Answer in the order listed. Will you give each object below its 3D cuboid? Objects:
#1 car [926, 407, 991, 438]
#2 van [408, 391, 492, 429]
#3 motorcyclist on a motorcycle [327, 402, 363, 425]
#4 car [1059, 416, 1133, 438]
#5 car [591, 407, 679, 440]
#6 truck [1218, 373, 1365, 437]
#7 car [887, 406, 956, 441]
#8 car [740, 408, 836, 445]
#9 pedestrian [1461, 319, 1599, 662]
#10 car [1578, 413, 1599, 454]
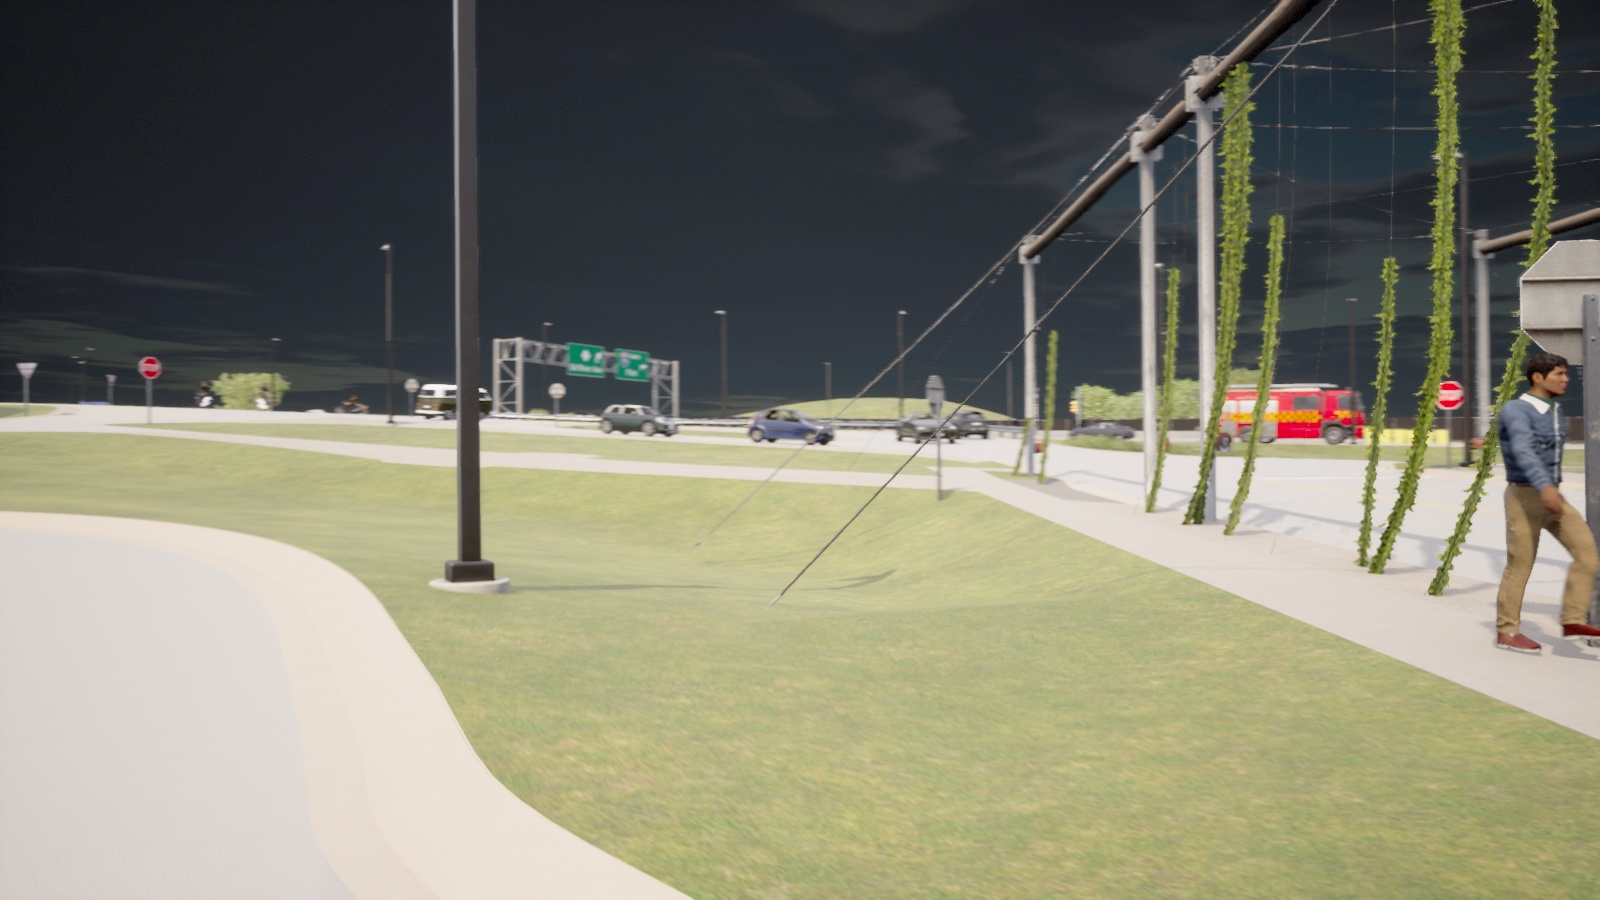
[{"bbox_3d":[8.910,-1.593,70.993,2.033,1.649,4.856,-2,3,-13],"label":"car"},{"bbox_3d":[-20.364,-2.315,73.173,2.069,2.038,4.480,3,2,31],"label":"van"},{"bbox_3d":[-33.379,-2.667,92.069,2.350,1.649,0.766,1,0,-8],"label":"motorcyclist on a motorcycle"},{"bbox_3d":[21.646,-1.658,91.886,4.902,1.511,2.128,0,0,26],"label":"car"},{"bbox_3d":[-8.086,-1.299,61.517,3.806,1.475,1.970,3,2,27],"label":"car"},{"bbox_3d":[31.103,-2.791,79.551,8.468,3.827,2.891,0,0,26],"label":"truck"},{"bbox_3d":[6.225,-1.419,65.048,2.152,1.651,5.027,-2,3,-12],"label":"car"},{"bbox_3d":[-0.562,-1.078,57.845,3.988,1.617,1.851,2,1,25],"label":"car"},{"bbox_3d":[4.526,0.230,7.590,0.423,1.949,0.788,-2,0,-26],"label":"pedestrian"},{"bbox_3d":[28.629,-0.556,42.071,4.181,1.385,1.994,0,1,25],"label":"car"}]
